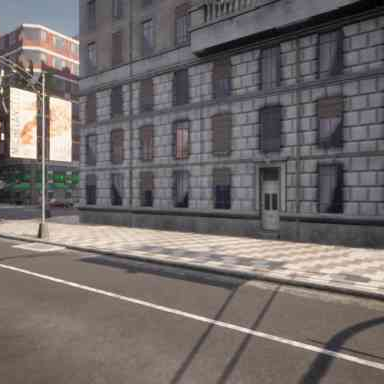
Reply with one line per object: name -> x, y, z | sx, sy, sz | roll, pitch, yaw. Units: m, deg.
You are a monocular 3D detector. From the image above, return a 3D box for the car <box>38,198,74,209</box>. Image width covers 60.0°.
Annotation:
car -> -18.067, 1.526, 44.397 | 1.812, 1.442, 4.674 | 0, 0, 36
